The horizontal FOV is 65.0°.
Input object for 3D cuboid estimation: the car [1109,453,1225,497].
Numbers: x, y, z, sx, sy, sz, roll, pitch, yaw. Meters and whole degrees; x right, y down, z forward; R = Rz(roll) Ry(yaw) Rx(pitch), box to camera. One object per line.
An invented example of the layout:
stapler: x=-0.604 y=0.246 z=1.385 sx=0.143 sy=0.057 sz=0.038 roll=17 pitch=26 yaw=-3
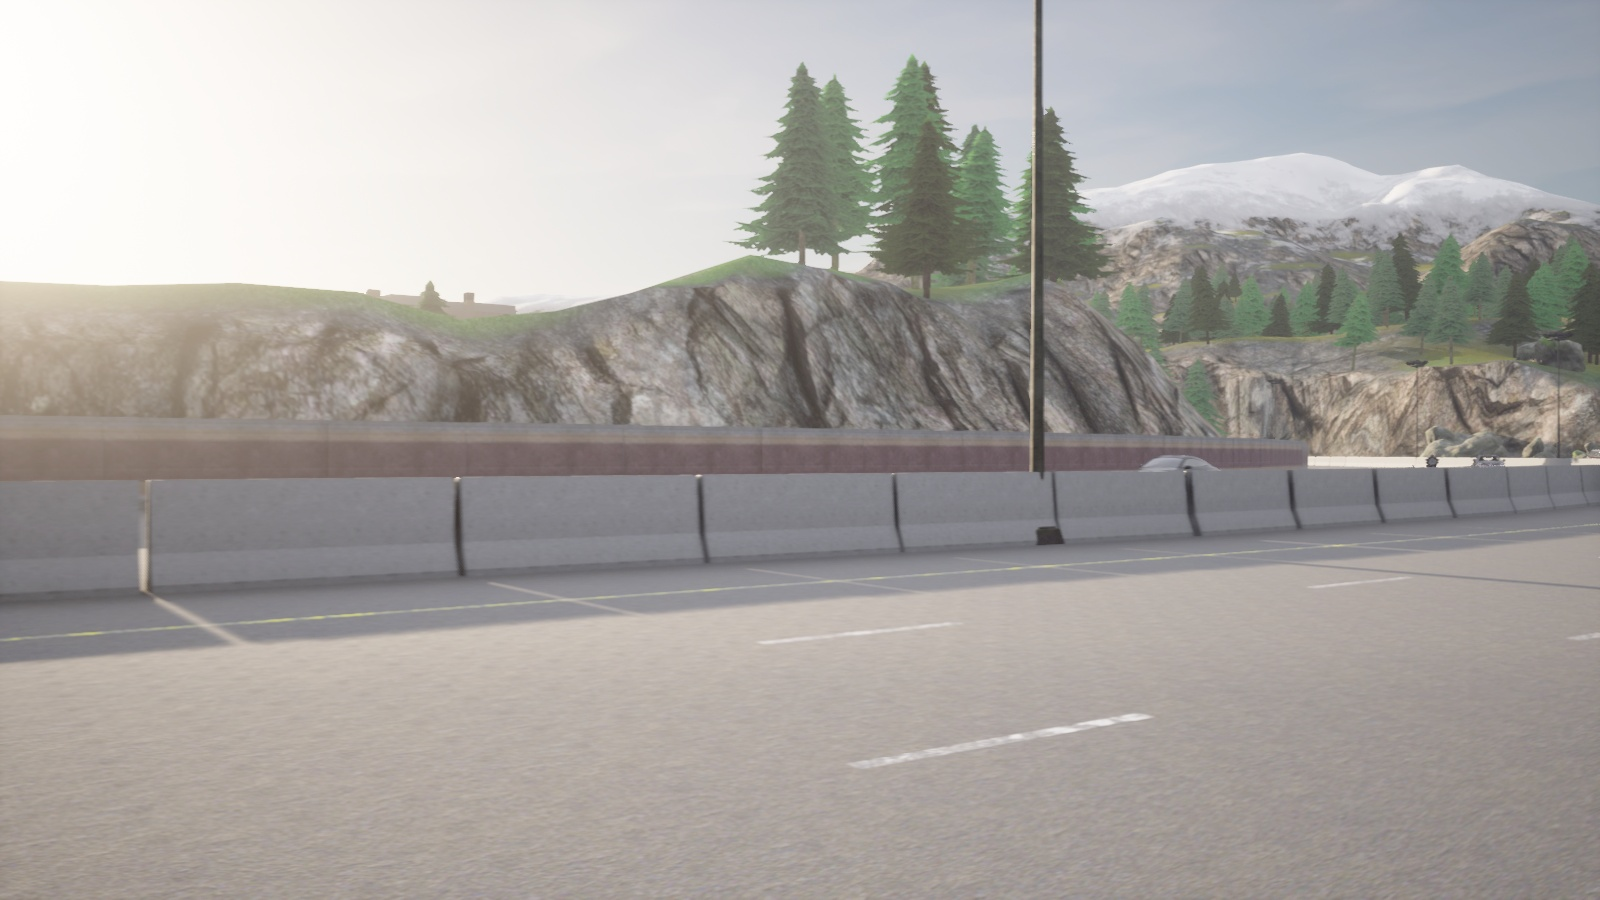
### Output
car: x=12.974 y=0.852 z=44.271 sx=4.674 sy=1.442 sz=1.812 roll=0 pitch=0 yaw=-43

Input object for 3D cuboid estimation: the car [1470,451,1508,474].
car: x=46.073 y=0.819 z=84.044 sx=1.970 sy=1.475 sz=3.806 roll=0 pitch=0 yaw=25
